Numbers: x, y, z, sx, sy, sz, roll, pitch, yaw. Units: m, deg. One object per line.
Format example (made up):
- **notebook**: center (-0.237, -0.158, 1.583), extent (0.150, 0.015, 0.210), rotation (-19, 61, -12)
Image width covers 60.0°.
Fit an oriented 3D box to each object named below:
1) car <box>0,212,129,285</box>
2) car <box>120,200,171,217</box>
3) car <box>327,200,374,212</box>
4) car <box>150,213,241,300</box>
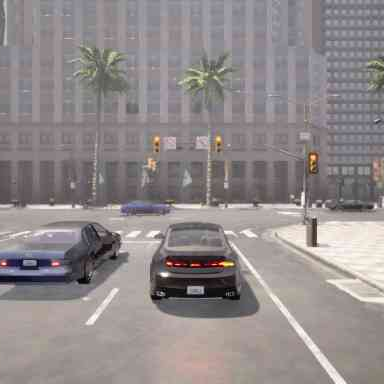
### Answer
- **car**: center (-3.422, 1.547, 9.553), extent (2.033, 1.411, 5.357), rotation (0, 0, 0)
- **car**: center (-4.365, 1.526, 31.310), extent (4.674, 1.442, 1.812), rotation (0, 0, 0)
- **car**: center (18.217, 1.601, 38.437), extent (4.718, 1.301, 1.895), rotation (0, 0, 0)
- **car**: center (0.075, 1.505, 8.359), extent (1.837, 1.490, 4.892), rotation (0, 0, 0)
